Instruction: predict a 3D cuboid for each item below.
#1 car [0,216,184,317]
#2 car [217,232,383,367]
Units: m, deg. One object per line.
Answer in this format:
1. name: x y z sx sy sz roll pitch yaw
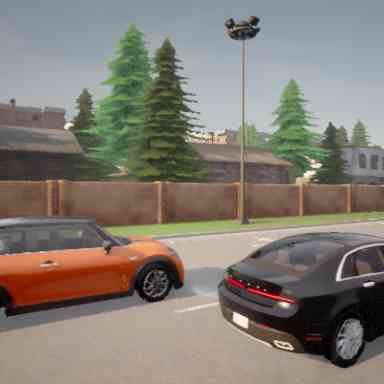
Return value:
1. car: -2.424 1.274 6.682 4.553 1.767 2.097 0 1 -31
2. car: 2.722 1.452 5.670 4.892 1.490 1.837 0 1 -31
